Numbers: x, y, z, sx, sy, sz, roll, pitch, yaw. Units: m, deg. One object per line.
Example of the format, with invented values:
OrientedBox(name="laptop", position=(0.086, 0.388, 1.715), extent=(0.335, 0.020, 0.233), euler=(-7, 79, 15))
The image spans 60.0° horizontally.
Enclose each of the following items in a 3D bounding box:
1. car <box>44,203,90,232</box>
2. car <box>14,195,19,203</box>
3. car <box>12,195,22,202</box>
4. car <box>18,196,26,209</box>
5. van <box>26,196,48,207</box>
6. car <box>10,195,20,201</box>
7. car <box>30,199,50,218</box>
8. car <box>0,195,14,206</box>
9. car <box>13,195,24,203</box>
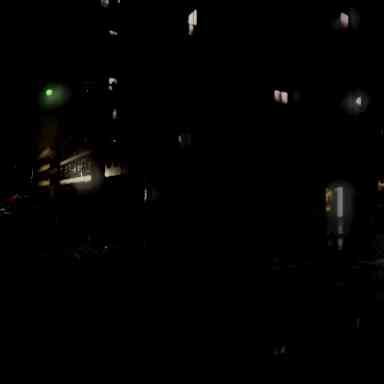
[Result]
OrientedBox(name="car", position=(-7.374, 1.573, 19.939), extent=(1.947, 1.339, 4.313), euler=(1, 0, -30))
OrientedBox(name="car", position=(-27.017, 1.465, 53.474), extent=(2.008, 1.369, 4.403), euler=(1, 0, -30))
OrientedBox(name="car", position=(-38.242, 1.398, 72.636), extent=(1.887, 1.381, 4.507), euler=(1, 0, -30))
OrientedBox(name="car", position=(-21.403, 1.382, 43.892), extent=(1.967, 1.590, 4.097), euler=(1, 0, -30))
OrientedBox(name="van", position=(-15.790, 1.310, 34.312), extent=(1.690, 1.788, 3.998), euler=(1, 0, -30))
OrientedBox(name="car", position=(-43.854, 1.373, 82.217), extent=(2.008, 1.369, 4.403), euler=(1, 0, -30))
OrientedBox(name="car", position=(-12.986, 1.564, 29.520), extent=(1.802, 1.307, 4.206), euler=(1, 0, -30))
OrientedBox(name="car", position=(-29.707, 1.361, 52.987), extent=(1.882, 1.535, 5.008), euler=(1, 0, -30))
OrientedBox(name="car", position=(-35.435, 1.414, 67.845), extent=(1.887, 1.381, 4.507), euler=(1, 0, -30))
